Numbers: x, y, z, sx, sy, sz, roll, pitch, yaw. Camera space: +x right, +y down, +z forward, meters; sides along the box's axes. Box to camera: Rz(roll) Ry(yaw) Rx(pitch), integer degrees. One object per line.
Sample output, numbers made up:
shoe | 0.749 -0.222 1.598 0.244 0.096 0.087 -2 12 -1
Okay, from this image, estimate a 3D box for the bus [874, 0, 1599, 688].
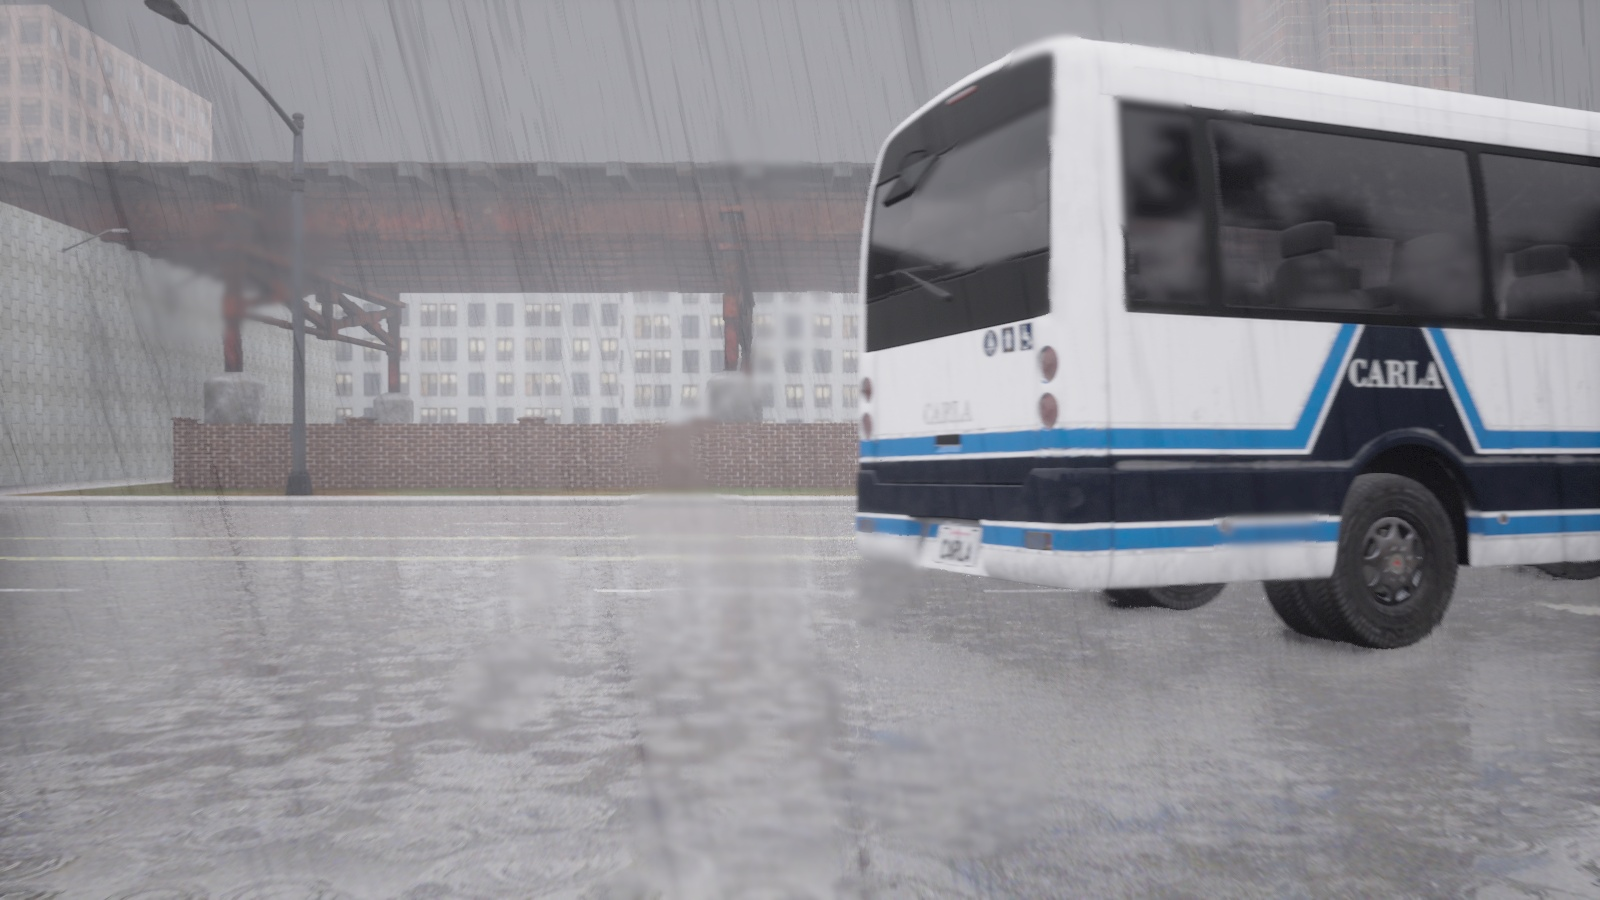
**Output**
bus | 6.173 -0.685 11.185 10.273 4.253 3.944 0 -1 -22
